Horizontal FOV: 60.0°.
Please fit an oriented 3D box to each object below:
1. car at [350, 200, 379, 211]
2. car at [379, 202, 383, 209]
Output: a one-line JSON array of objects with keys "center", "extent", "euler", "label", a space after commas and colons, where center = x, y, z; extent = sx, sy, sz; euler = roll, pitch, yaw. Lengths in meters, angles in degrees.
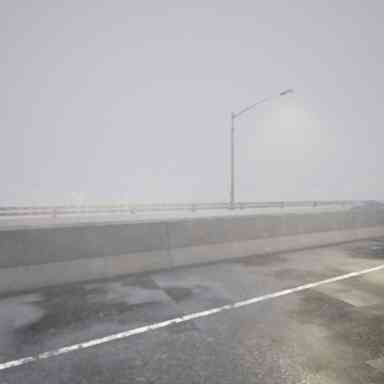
[{"center": [21.365, 1.689, 40.104], "extent": [5.357, 1.411, 2.033], "euler": [0, 0, -34], "label": "car"}, {"center": [23.707, 1.635, 37.458], "extent": [4.902, 1.511, 2.128], "euler": [0, 0, -34], "label": "car"}]
